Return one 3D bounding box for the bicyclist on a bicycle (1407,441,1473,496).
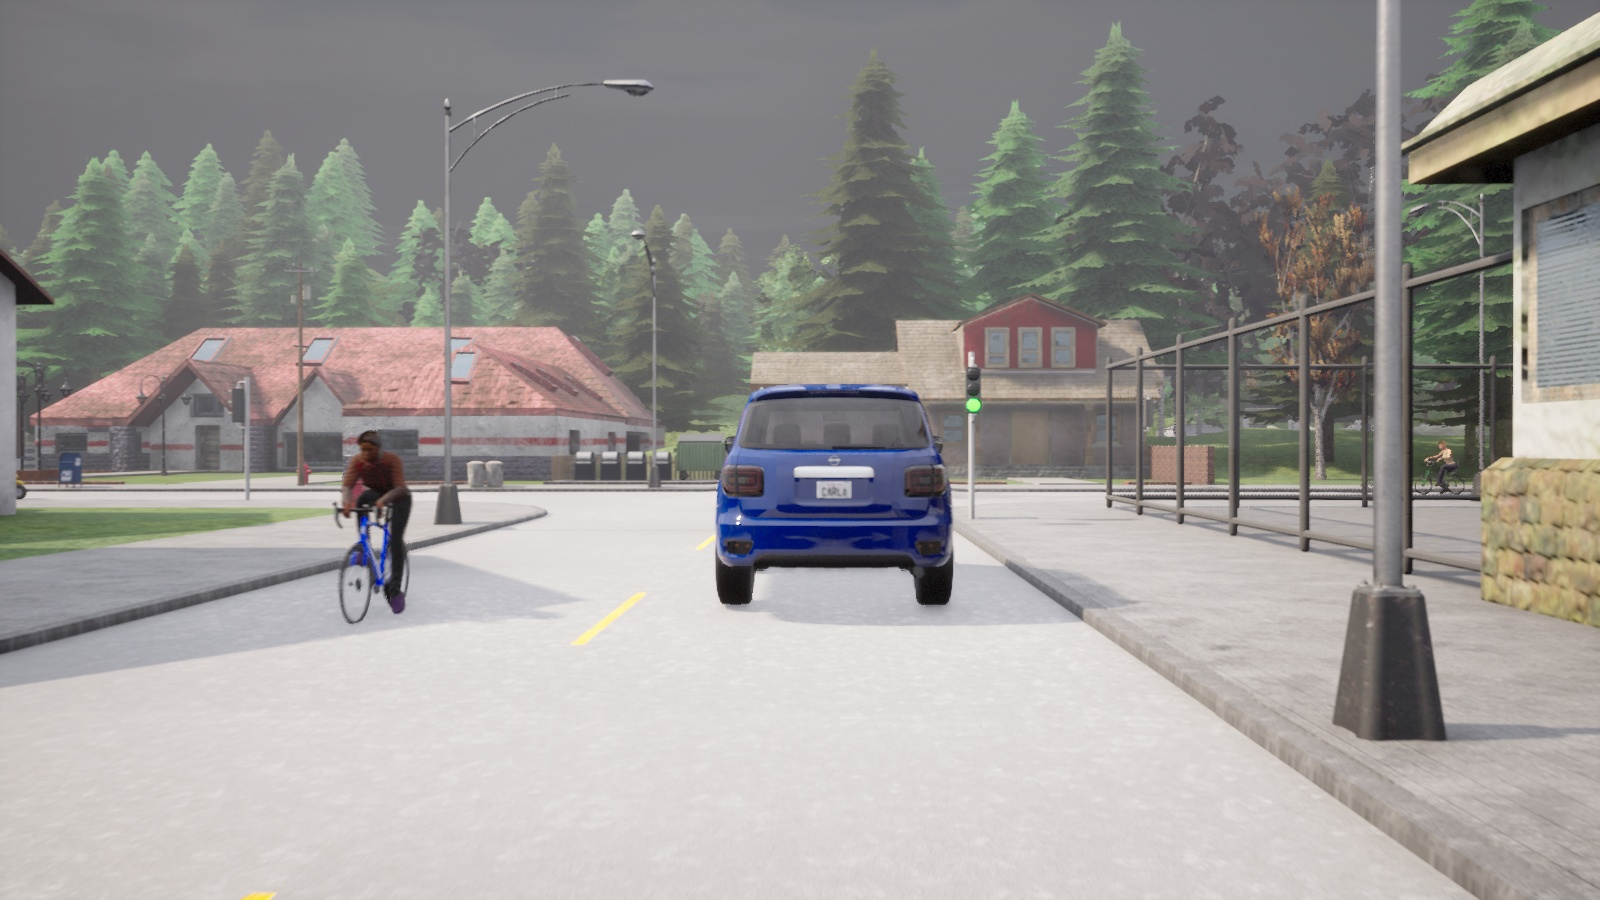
[{"bbox_3d":[18.930,0.548,37.182,1.509,1.612,0.866,0,0,1],"label":"bicyclist on a bicycle"}]

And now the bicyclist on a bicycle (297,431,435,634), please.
[{"bbox_3d":[-3.715,0.652,10.875,0.582,1.620,1.656,0,1,1],"label":"bicyclist on a bicycle"}]

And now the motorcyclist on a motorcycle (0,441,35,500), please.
[{"bbox_3d":[-21.993,0.540,34.159,1.817,1.590,0.866,0,0,1],"label":"motorcyclist on a motorcycle"}]

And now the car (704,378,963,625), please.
[{"bbox_3d":[0.347,0.412,13.205,2.150,2.045,5.566,0,0,1],"label":"car"}]
